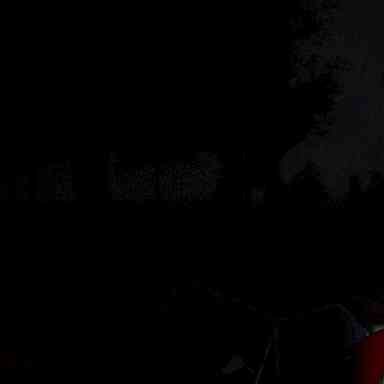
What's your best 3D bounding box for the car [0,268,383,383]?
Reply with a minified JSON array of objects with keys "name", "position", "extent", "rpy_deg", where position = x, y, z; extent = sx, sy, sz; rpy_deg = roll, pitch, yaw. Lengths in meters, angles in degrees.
[{"name":"car","position":[0.391,1.592,3.281],"extent":[4.718,1.301,1.895],"rpy_deg":[0,0,-34]}]
